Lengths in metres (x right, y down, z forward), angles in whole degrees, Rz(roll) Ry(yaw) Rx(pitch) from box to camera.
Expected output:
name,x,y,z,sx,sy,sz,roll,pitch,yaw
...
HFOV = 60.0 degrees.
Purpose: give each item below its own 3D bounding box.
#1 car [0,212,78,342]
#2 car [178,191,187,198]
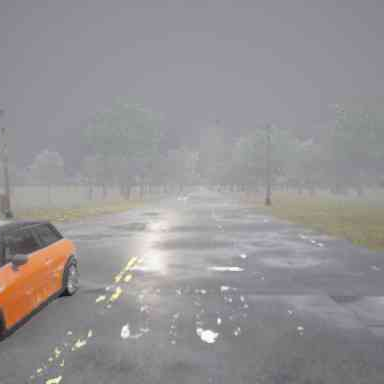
name,x,y,z,sx,sy,sz,roll,pitch,yaw
car,-3.529,1.305,5.361,2.097,1.767,4.553,0,1,0
car,-2.071,0.439,73.219,2.128,1.511,4.902,0,1,2
